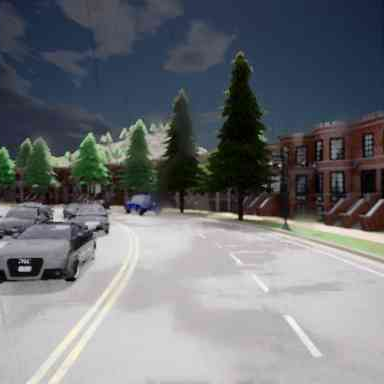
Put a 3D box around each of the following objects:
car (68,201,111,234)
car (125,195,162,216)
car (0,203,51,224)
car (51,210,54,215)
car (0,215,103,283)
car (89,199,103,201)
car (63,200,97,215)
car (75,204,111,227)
[{"bbox_3d":[-5.851,1.535,19.411,2.128,1.511,4.902,0,0,-18],"label":"car"},{"bbox_3d":[-5.068,1.291,34.417,2.150,2.045,5.566,0,0,-33],"label":"car"},{"bbox_3d":[-8.966,1.550,17.812,1.837,1.490,4.892,0,0,-17],"label":"car"},{"bbox_3d":[-10.487,1.664,22.843,1.895,1.301,4.718,0,0,-24],"label":"car"},{"bbox_3d":[-4.039,1.587,9.650,1.994,1.385,4.181,0,0,-6],"label":"car"},{"bbox_3d":[-12.951,1.645,43.814,5.357,1.411,2.033,0,0,42],"label":"car"},{"bbox_3d":[-9.822,1.630,28.650,1.994,1.385,4.181,0,0,-30],"label":"car"},{"bbox_3d":[-7.301,1.619,24.292,1.994,1.385,4.181,0,0,-24],"label":"car"}]
